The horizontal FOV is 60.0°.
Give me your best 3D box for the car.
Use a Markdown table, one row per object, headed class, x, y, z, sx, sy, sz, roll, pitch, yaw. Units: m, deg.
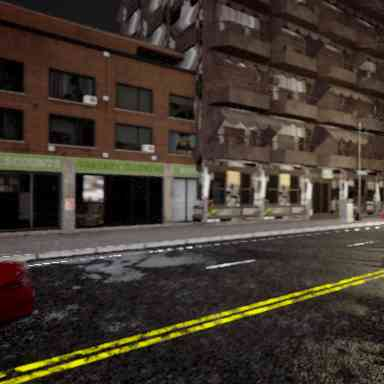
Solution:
| class | x | y | z | sx | sy | sz | roll | pitch | yaw |
| --- | --- | --- | --- | --- | --- | --- | --- | --- | --- |
| car | -4.624 | 1.507 | 4.345 | 4.674 | 1.442 | 1.812 | 0 | 0 | -36 |
